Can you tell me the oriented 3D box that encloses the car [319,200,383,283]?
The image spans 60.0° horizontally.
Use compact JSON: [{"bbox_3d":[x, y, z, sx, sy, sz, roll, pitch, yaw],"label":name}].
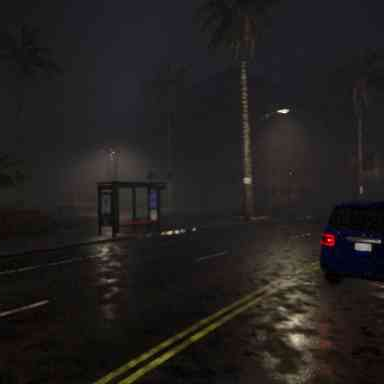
[{"bbox_3d":[5.244,1.219,8.887,2.150,2.045,5.566,-1,-1,40],"label":"car"}]
